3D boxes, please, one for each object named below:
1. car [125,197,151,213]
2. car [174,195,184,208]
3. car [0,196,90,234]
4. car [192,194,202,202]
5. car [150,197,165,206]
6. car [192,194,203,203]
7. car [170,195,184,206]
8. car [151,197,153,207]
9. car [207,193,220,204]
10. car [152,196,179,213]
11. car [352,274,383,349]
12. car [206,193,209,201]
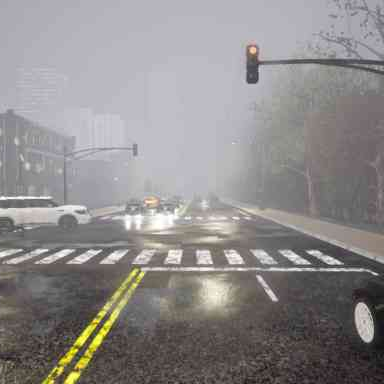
[{"bbox_3d":[-6.046,1.481,36.376,2.128,1.511,4.902,0,0,-1],"label":"car"},{"bbox_3d":[-2.630,1.476,46.212,2.128,1.511,4.902,0,0,1],"label":"car"},{"bbox_3d":[-8.915,1.246,19.484,5.566,2.045,2.150,-2,1,-11],"label":"car"},{"bbox_3d":[1.179,1.324,77.120,2.097,1.767,4.553,0,0,1],"label":"car"},{"bbox_3d":[-5.714,1.544,55.940,1.994,1.385,4.181,0,0,2],"label":"car"},{"bbox_3d":[1.114,1.523,66.286,2.033,1.411,5.357,0,0,1],"label":"car"},{"bbox_3d":[-2.470,1.332,56.503,2.097,1.767,4.553,0,0,1],"label":"car"},{"bbox_3d":[-5.884,1.462,45.889,1.882,1.535,5.008,0,0,1],"label":"car"},{"bbox_3d":[4.343,1.480,64.846,1.837,1.490,4.892,0,0,1],"label":"car"},{"bbox_3d":[-2.830,1.480,36.704,2.128,1.511,4.902,0,0,-2],"label":"car"},{"bbox_3d":[3.397,1.477,3.220,1.882,1.535,5.008,0,0,1],"label":"car"},{"bbox_3d":[4.422,1.195,76.637,2.150,2.045,5.566,0,0,1],"label":"car"}]
